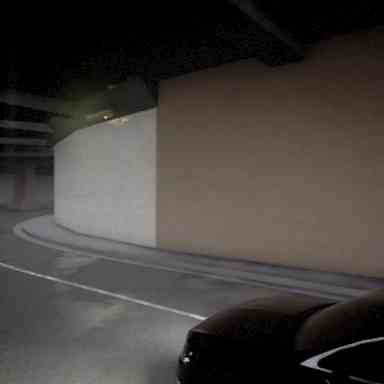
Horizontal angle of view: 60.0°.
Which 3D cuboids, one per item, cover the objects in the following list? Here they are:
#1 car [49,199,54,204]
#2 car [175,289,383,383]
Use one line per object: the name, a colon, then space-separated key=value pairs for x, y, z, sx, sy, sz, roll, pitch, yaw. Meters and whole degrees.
car: x=-24.874 y=1.549 z=63.096 sx=1.812 sy=1.442 sz=4.674 roll=0 pitch=0 yaw=23
car: x=2.086 y=1.507 z=2.464 sx=4.892 sy=1.490 sz=1.837 roll=1 pitch=0 yaw=36
